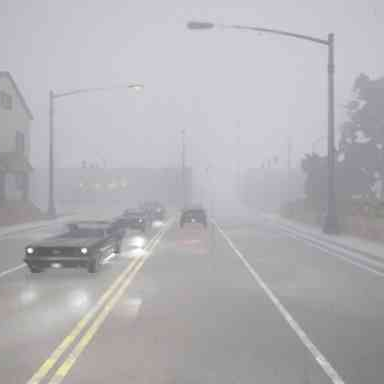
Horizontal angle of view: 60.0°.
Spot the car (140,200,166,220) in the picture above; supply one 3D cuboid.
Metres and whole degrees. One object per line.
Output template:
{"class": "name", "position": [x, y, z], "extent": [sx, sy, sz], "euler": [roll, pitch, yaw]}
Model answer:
{"class": "car", "position": [-3.508, 1.470, 29.289], "extent": [2.097, 1.767, 4.553], "euler": [0, 0, 0]}

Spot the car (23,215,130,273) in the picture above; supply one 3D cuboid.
{"class": "car", "position": [-3.564, 1.646, 10.974], "extent": [1.895, 1.301, 4.718], "euler": [0, 0, 0]}

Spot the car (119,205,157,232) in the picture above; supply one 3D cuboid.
{"class": "car", "position": [-3.568, 1.684, 20.656], "extent": [1.895, 1.301, 4.718], "euler": [0, 0, 1]}

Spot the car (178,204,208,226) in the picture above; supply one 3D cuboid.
{"class": "car", "position": [0.089, 1.602, 24.026], "extent": [1.837, 1.490, 4.892], "euler": [0, 0, 0]}
